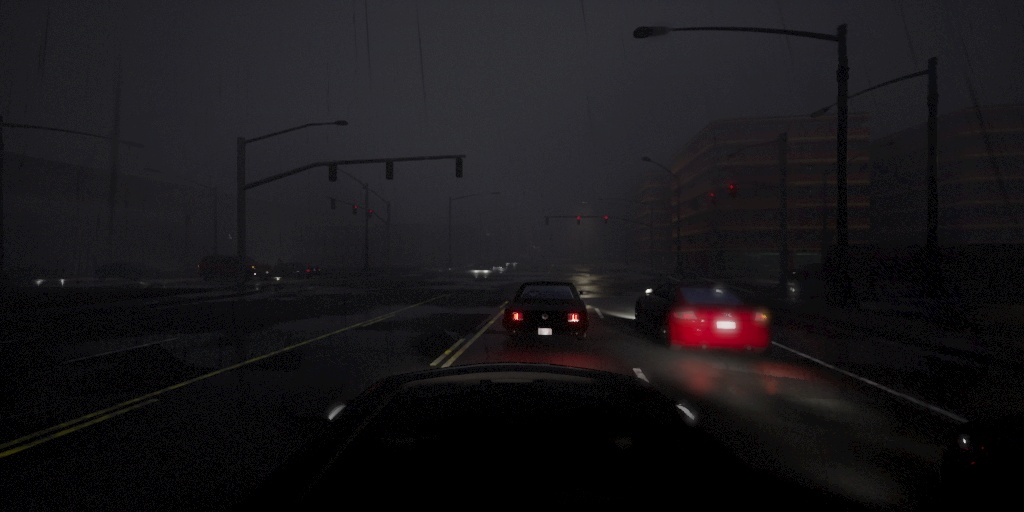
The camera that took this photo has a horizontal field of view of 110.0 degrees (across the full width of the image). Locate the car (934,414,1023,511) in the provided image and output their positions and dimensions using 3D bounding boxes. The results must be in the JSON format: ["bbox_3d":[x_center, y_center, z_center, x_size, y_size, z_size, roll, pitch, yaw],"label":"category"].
[{"bbox_3d":[3.640,1.242,0.248,2.128,1.511,4.902,0,0,1],"label":"car"}]

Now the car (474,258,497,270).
[{"bbox_3d":[-3.767,1.160,48.768,1.994,1.385,4.181,0,1,8],"label":"car"}]

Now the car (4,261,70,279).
[{"bbox_3d":[-42.513,1.343,31.855,4.718,1.301,1.895,0,0,13],"label":"car"}]

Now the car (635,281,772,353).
[{"bbox_3d":[4.421,1.311,8.959,1.994,1.385,4.181,0,0,7],"label":"car"}]

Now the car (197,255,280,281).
[{"bbox_3d":[-22.449,0.963,29.178,5.566,2.045,2.150,0,0,7],"label":"car"}]

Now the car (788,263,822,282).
[{"bbox_3d":[23.355,1.265,27.513,4.674,1.442,1.812,0,0,6],"label":"car"}]

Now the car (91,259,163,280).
[{"bbox_3d":[-32.444,1.220,30.380,5.008,1.535,1.882,0,0,7],"label":"car"}]

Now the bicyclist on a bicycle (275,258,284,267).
[{"bbox_3d":[-26.326,1.041,40.697,0.582,1.620,1.656,0,0,7],"label":"bicyclist on a bicycle"}]

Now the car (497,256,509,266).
[{"bbox_3d":[-2.180,1.016,60.170,1.895,1.301,4.718,0,1,8],"label":"car"}]

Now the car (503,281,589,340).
[{"bbox_3d":[1.019,1.348,9.967,1.895,1.301,4.718,0,0,8],"label":"car"}]

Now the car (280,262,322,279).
[{"bbox_3d":[-19.918,1.288,32.213,5.357,1.411,2.033,0,0,12],"label":"car"}]
